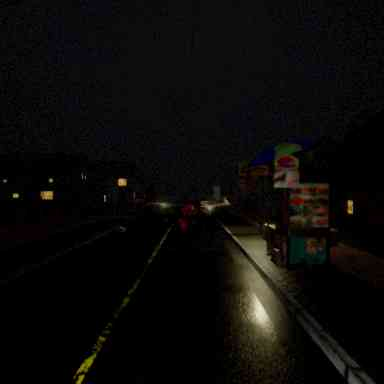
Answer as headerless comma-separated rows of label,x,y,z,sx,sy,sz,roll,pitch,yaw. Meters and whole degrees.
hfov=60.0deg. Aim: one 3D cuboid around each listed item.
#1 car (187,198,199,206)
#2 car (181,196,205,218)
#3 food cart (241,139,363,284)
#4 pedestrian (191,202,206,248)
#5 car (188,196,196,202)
car,0.160,1.713,58.510,1.895,1.301,4.718,0,0,0
car,0.106,1.383,30.167,2.097,1.767,4.553,0,0,0
food cart,3.045,0.465,10.545,2.280,3.560,4.660,1,1,0
pedestrian,0.252,1.296,13.393,0.375,1.860,0.375,-1,1,0
car,0.088,1.788,84.460,2.033,1.411,5.357,0,0,0
